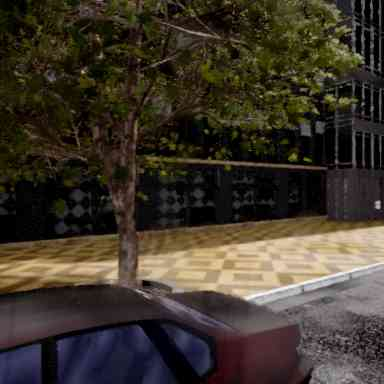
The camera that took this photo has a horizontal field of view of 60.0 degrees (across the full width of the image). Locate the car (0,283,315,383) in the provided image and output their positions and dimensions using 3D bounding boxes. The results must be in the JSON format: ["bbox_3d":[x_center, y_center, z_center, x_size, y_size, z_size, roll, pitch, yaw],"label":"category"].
[{"bbox_3d":[-1.344,1.548,2.413,5.357,1.411,2.033,0,0,-36],"label":"car"}]
